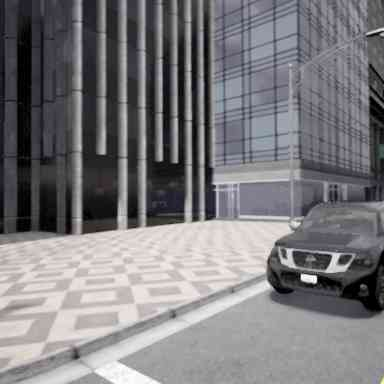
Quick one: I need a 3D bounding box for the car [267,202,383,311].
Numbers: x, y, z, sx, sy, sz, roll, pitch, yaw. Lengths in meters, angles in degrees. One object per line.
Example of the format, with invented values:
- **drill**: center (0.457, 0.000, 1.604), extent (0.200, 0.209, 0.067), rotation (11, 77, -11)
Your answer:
- **car**: center (3.993, 1.306, 8.459), extent (2.150, 2.045, 5.566), rotation (-1, -1, 40)
